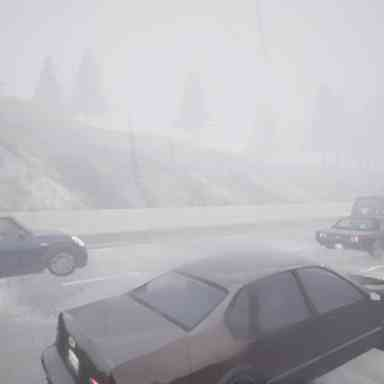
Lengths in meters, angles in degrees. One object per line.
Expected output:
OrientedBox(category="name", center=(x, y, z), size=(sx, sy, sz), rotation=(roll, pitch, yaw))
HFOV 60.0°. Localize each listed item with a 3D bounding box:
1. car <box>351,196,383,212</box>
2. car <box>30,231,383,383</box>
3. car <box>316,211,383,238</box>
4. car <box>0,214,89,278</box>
OrientedBox(category="car", center=(12.315, 1.263, 21.131), size=(5.566, 2.045, 2.150), rotation=(0, 0, -35))
OrientedBox(category="car", center=(0.985, 1.553, 4.450), size=(5.357, 1.411, 2.033), rotation=(0, 0, -36))
OrientedBox(category="car", center=(7.010, 1.626, 13.047), size=(4.718, 1.301, 1.895), rotation=(0, 0, -36))
OrientedBox(category="car", center=(-5.100, 1.352, 8.692), size=(4.553, 1.767, 2.097), rotation=(0, 0, -36))
